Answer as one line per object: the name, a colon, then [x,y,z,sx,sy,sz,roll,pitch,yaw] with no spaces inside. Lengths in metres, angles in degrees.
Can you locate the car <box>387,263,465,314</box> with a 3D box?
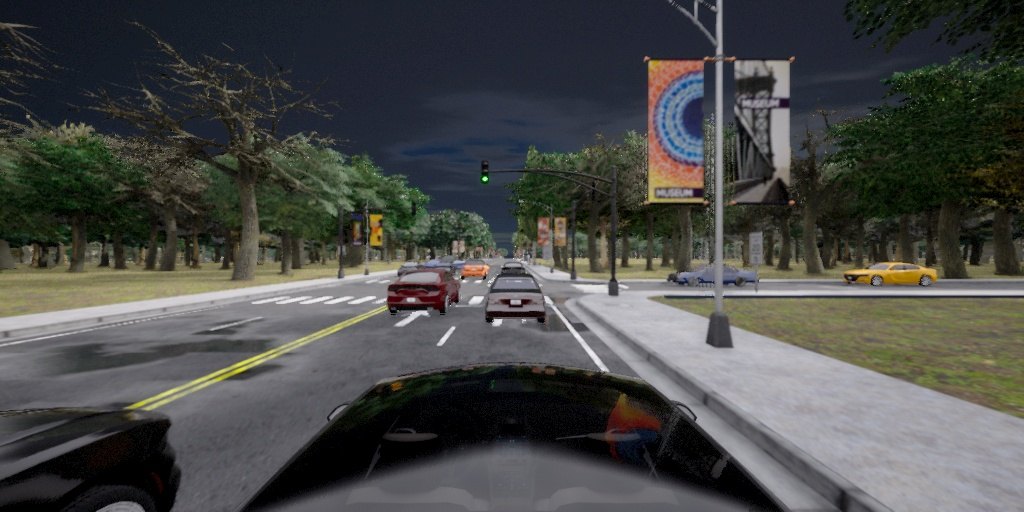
car: [-3.152,1.219,13.667,1.882,1.535,5.008,0,0,0]

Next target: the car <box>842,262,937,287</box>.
car: [24.607,1.177,23.477,5.008,1.535,1.882,0,0,0]

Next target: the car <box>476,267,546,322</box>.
car: [0.099,1.288,12.204,2.033,1.411,5.357,0,0,0]

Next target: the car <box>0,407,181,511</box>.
car: [-3.152,1.229,0.307,1.882,1.535,5.008,0,0,0]

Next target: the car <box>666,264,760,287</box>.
car: [13.085,1.260,23.489,5.357,1.411,2.033,0,0,0]

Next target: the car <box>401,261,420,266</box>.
car: [-9.845,1.258,35.420,1.812,1.442,4.674,0,0,0]

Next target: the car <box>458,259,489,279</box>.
car: [-3.152,1.085,31.743,2.097,1.767,4.553,0,0,0]

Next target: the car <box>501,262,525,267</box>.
car: [0.098,1.211,30.137,1.882,1.535,5.008,0,0,0]

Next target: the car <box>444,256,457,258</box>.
car: [-9.774,0.950,55.968,2.150,2.045,5.566,0,0,1]

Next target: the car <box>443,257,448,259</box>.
car: [-9.840,1.207,45.430,1.882,1.535,5.008,0,0,0]

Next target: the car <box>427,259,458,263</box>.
car: [-6.597,1.296,35.090,1.994,1.385,4.181,0,0,1]
